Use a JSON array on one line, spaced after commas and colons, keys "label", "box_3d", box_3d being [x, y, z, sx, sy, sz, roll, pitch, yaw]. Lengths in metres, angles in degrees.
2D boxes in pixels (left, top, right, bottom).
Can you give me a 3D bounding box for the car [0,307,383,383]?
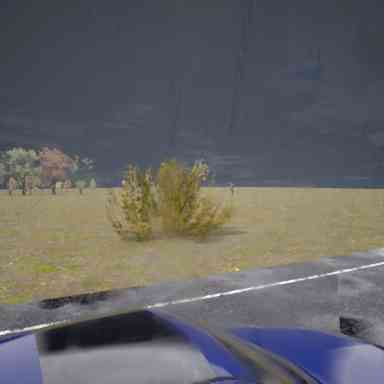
[{"label": "car", "box_3d": [-0.188, 1.525, 1.946, 4.674, 1.442, 1.812, 0, 0, -29]}]
